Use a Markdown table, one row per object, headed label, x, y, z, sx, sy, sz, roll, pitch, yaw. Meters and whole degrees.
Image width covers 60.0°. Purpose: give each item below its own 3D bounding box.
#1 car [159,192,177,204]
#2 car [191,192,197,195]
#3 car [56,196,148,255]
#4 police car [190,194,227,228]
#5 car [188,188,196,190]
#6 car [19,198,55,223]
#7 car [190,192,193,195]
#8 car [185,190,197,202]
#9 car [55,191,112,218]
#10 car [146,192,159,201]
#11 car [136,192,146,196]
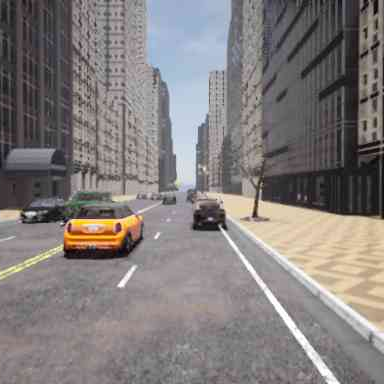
| label | x | y | z | sx | sy | sz | roll | pitch | yaw |
| --- | --- | --- | --- | --- | --- | --- | --- | --- | --- |
| car | -3.156 | 0.927 | 48.192 | 2.128 | 1.511 | 4.902 | 0 | 1 | 0 |
| car | 0.971 | 1.092 | 30.079 | 1.801 | 1.575 | 5.366 | 0 | 1 | 0 |
| car | -3.151 | 1.188 | 12.759 | 2.097 | 1.767 | 4.553 | 0 | 1 | 0 |
| police car | 0.972 | 1.177 | 19.999 | 1.930 | 1.638 | 5.238 | 0 | 1 | 0 |
| car | -0.008 | 0.223 | 73.052 | 2.150 | 2.045 | 5.566 | 0 | 1 | 0 |
| car | -9.844 | 1.212 | 22.672 | 2.128 | 1.511 | 4.902 | 0 | 1 | 0 |
| car | 0.970 | 1.050 | 35.889 | 1.882 | 1.535 | 5.008 | 0 | 1 | 0 |
| car | -0.004 | 0.864 | 55.569 | 1.837 | 1.490 | 4.892 | 0 | 1 | 0 |
| car | -6.598 | 0.954 | 21.803 | 2.150 | 2.045 | 5.566 | 0 | 0 | 0 |
| car | -6.537 | 0.792 | 60.952 | 2.128 | 1.511 | 4.902 | 0 | 1 | 1 |
| car | -9.765 | 0.784 | 65.288 | 2.128 | 1.511 | 4.902 | 0 | 1 | 0 |
